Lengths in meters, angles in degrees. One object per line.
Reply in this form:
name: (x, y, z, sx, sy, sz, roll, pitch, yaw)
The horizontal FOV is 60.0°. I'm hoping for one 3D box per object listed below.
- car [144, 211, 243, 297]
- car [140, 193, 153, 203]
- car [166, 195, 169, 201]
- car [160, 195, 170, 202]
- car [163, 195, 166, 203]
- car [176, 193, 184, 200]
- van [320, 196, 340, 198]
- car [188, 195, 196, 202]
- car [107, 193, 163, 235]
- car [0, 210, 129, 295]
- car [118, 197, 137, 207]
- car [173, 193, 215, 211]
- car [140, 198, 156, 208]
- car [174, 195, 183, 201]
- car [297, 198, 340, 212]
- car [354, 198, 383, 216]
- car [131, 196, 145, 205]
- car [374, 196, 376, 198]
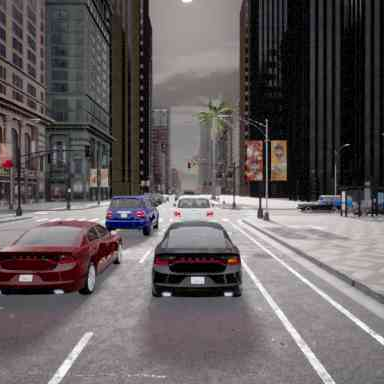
car: (0.094, 1.477, 8.608, 1.882, 1.535, 5.008, 0, 0, 0)
car: (-9.790, 1.229, 71.875, 2.150, 2.045, 5.566, 0, 0, 0)
car: (-6.539, 1.599, 70.422, 1.895, 1.301, 4.718, 0, 0, 0)
car: (-6.544, 1.530, 80.616, 2.128, 1.511, 4.902, 0, 0, 0)
car: (-6.605, 1.224, 60.350, 2.150, 2.045, 5.566, 0, 0, 1)
car: (-3.301, 1.194, 92.029, 2.097, 1.767, 4.553, 0, 0, 0)
van: (17.044, 1.315, 39.796, 3.998, 1.788, 1.690, 0, 0, 0)
car: (-0.045, 1.505, 81.151, 1.837, 1.490, 4.892, 0, 0, 0)
car: (-3.189, 1.221, 18.626, 2.150, 2.045, 5.566, 0, 0, 2)
car: (-3.155, 1.477, 8.761, 1.882, 1.535, 5.008, 0, 0, 0)
car: (-9.903, 1.494, 51.396, 2.128, 1.511, 4.902, 0, 0, -3)
car: (0.091, 1.221, 18.568, 2.150, 2.045, 5.566, 0, 0, 0)
car: (-6.573, 1.603, 50.103, 1.895, 1.301, 4.718, 0, 0, -2)
car: (-3.295, 1.497, 81.639, 1.837, 1.490, 4.892, 0, 0, 0)
car: (14.224, 1.584, 37.133, 4.718, 1.301, 1.895, 0, 0, 0)
car: (17.053, 1.549, 31.272, 4.403, 1.369, 2.008, 0, 0, 0)
car: (-9.847, 1.528, 61.476, 1.812, 1.442, 4.674, 0, 0, 0)
car: (22.721, 1.285, 39.801, 5.009, 1.841, 2.192, 0, 0, 0)
